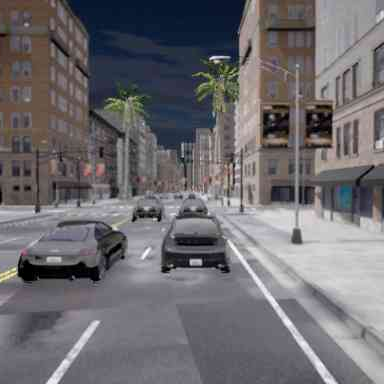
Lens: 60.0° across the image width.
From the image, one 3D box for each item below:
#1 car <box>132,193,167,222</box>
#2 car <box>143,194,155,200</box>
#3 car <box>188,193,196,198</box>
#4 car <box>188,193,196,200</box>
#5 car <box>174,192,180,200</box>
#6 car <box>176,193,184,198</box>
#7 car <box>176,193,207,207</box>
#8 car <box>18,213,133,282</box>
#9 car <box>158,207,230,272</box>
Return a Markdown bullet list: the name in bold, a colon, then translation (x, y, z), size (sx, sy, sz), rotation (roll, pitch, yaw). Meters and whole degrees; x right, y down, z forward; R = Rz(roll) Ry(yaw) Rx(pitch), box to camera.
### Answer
- **car**: translation (-3.227, 1.200, 25.175), size (2.097, 1.767, 4.553), rotation (0, 0, -2)
- **car**: translation (-9.778, 1.115, 76.475), size (2.033, 1.411, 5.357), rotation (0, 0, 0)
- **car**: translation (-0.034, 0.946, 91.054), size (1.994, 1.385, 4.181), rotation (0, 0, 0)
- **car**: translation (-0.030, 1.043, 80.631), size (1.837, 1.490, 4.892), rotation (0, 0, 0)
- **car**: translation (-3.280, 0.899, 80.600), size (2.097, 1.767, 4.553), rotation (0, 0, 0)
- **car**: translation (-3.284, 0.919, 91.053), size (2.128, 1.511, 4.902), rotation (0, 0, 0)
- **car**: translation (0.090, 1.200, 25.167), size (2.097, 1.767, 4.553), rotation (0, 0, 0)
- **car**: translation (-3.153, 1.503, 9.601), size (1.994, 1.385, 4.181), rotation (0, 0, 0)
- **car**: translation (0.095, 1.440, 10.530), size (1.837, 1.490, 4.892), rotation (0, 1, 0)
